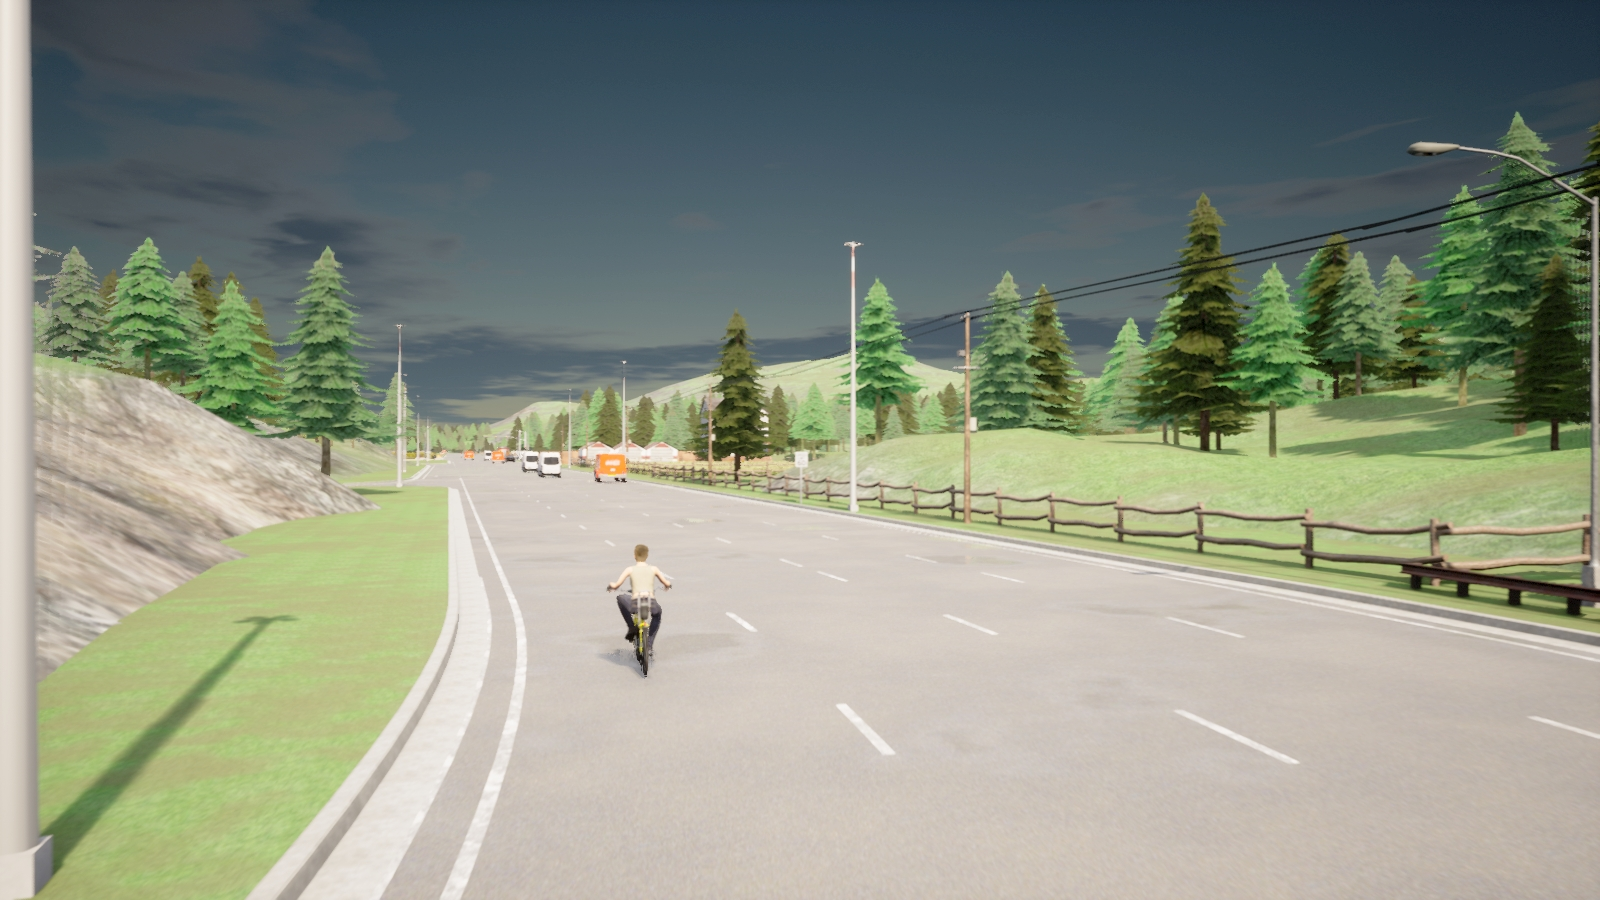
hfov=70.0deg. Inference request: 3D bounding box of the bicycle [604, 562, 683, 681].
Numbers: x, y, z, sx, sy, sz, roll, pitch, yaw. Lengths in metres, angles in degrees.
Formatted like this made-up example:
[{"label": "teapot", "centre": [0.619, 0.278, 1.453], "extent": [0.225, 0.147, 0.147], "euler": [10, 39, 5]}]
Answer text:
[{"label": "bicycle", "centre": [-2.031, 2.158, 14.646], "extent": [0.859, 1.276, 1.487], "euler": [-1, 0, -13]}]
